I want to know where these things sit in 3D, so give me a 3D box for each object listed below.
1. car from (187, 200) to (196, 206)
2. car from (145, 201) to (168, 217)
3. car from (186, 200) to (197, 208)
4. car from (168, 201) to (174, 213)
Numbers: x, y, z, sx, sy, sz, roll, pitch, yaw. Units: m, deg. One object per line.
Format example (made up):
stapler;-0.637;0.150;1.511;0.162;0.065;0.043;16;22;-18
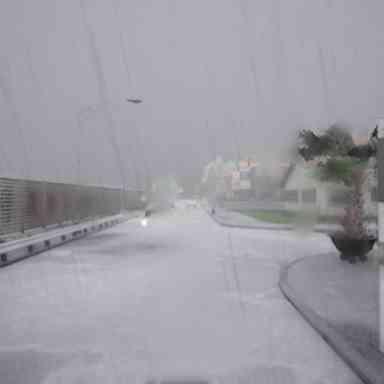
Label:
car;-0.035;2.439;75.621;1.994;1.385;4.181;0;-1;0
car;-4.108;1.978;37.503;1.882;1.535;5.008;0;-1;0
car;-0.030;2.399;65.617;1.812;1.442;4.674;0;-1;0
car;-4.108;2.197;47.506;1.994;1.385;4.181;0;-1;0
